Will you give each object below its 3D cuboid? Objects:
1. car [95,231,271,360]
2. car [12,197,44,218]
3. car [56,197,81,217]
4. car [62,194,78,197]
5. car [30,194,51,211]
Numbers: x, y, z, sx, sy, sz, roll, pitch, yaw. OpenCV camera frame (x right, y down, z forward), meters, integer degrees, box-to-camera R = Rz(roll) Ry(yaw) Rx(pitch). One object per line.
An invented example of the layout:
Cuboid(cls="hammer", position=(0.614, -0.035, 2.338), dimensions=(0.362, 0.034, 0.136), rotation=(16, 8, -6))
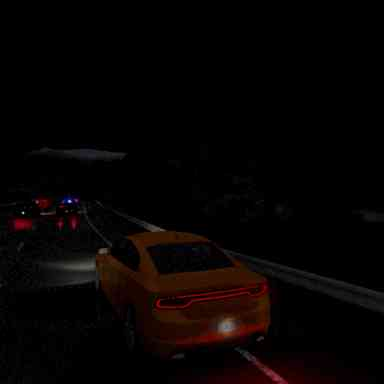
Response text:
Cuboid(cls="car", position=(-0.602, 1.478, 6.287), dimensions=(1.882, 1.535, 5.008), rotation=(0, 0, -24))
Cuboid(cls="car", position=(-14.962, 1.502, 30.189), dimensions=(1.837, 1.490, 4.892), rotation=(0, 0, -19))
Cuboid(cls="car", position=(-11.781, 1.490, 31.566), dimensions=(2.128, 1.511, 4.902), rotation=(0, 0, -19))
Cuboid(cls="car", position=(-15.165, 1.219, 41.477), dimensions=(2.150, 2.045, 5.566), rotation=(0, 0, -18))
Cuboid(cls="car", position=(-18.336, 1.219, 40.097), dimensions=(2.150, 2.045, 5.566), rotation=(0, 0, -19))
